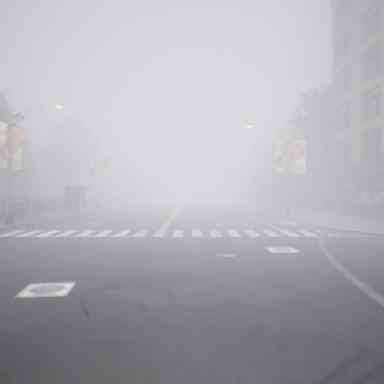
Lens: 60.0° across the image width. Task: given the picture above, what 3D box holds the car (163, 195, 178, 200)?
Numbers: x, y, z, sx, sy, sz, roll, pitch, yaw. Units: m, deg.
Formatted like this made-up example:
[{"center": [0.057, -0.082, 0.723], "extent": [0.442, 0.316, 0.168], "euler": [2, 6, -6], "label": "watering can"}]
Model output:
[{"center": [-6.365, 1.487, 92.931], "extent": [2.002, 1.452, 4.674], "euler": [0, 0, 20], "label": "car"}]

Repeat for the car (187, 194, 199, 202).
[{"center": [0.247, 1.328, 77.236], "extent": [2.097, 1.767, 4.553], "euler": [0, 0, 7], "label": "car"}]

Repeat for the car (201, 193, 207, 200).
[{"center": [1.948, 1.320, 95.597], "extent": [2.097, 1.767, 4.553], "euler": [0, 0, 24], "label": "car"}]

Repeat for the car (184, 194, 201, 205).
[{"center": [0.023, 1.527, 58.726], "extent": [2.033, 1.411, 5.357], "euler": [0, 0, 0], "label": "car"}]
